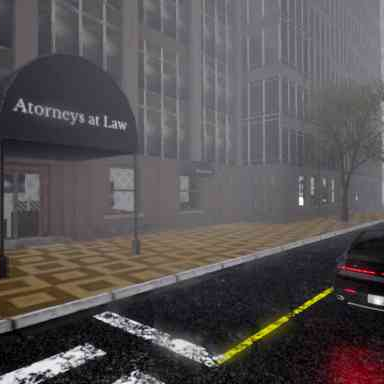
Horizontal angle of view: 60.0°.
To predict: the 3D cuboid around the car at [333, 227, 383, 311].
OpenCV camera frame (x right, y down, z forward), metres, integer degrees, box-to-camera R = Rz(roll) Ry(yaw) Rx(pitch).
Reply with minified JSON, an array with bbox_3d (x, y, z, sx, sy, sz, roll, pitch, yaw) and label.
[{"bbox_3d":[4.614,1.509,7.223,1.837,1.490,4.892,-1,0,41],"label":"car"}]
